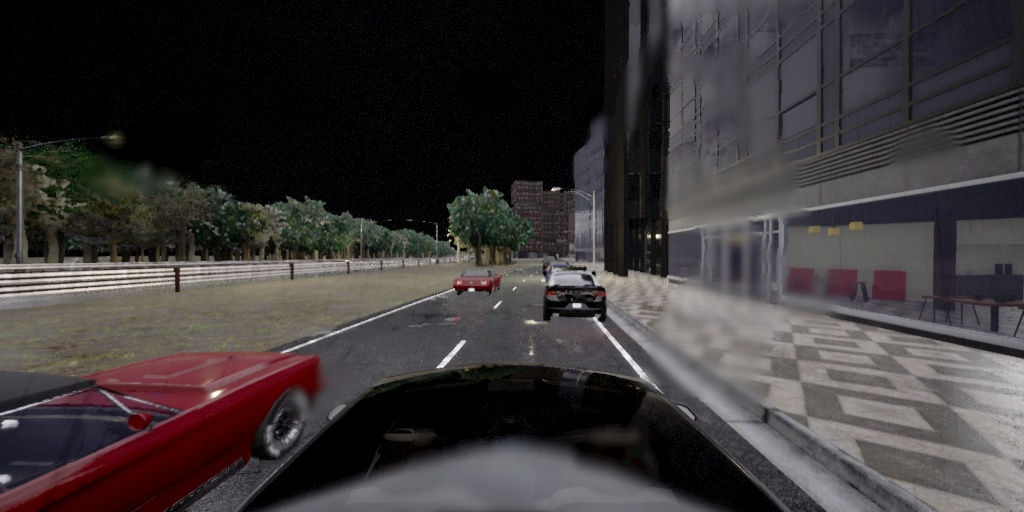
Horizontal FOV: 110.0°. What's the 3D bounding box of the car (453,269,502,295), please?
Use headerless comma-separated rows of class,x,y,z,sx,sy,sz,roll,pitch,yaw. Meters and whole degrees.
car,-1.719,1.342,19.630,1.895,1.301,4.718,0,0,6

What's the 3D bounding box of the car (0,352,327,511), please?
car,-3.230,1.350,2.101,1.895,1.301,4.718,0,0,4

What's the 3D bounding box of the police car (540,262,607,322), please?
police car,2.035,1.170,12.523,1.930,1.638,5.238,0,0,5

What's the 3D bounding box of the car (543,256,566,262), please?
car,3.690,1.096,28.096,2.097,1.767,4.553,0,0,7

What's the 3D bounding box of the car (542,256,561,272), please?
car,5.237,0.975,46.706,2.150,2.045,5.566,0,0,10
